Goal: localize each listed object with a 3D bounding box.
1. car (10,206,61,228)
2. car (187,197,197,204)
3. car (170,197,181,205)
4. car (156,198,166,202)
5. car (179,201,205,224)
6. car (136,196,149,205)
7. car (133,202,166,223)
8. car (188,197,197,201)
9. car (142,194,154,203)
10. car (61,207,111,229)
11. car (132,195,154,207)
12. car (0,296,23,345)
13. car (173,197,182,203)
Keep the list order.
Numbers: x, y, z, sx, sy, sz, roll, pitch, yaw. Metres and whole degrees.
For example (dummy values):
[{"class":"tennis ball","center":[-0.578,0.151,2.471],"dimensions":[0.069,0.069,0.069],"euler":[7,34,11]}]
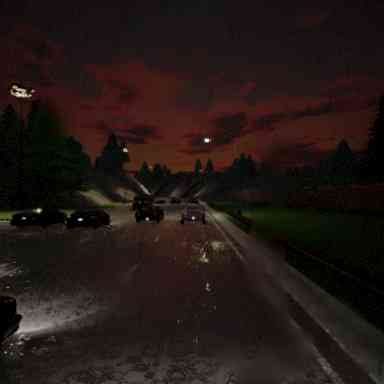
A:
[{"class":"car","center":[-10.404,1.687,23.093],"dimensions":[2.033,1.411,5.357],"euler":[0,0,0]},{"class":"car","center":[-0.007,1.986,76.727],"dimensions":[2.128,1.511,4.902],"euler":[0,0,0]},{"class":"car","center":[-3.507,1.890,69.677],"dimensions":[1.837,1.490,4.892],"euler":[0,0,0]},{"class":"car","center":[-7.007,2.049,75.539],"dimensions":[1.895,1.301,4.718],"euler":[0,0,0]},{"class":"car","center":[0.097,1.685,26.454],"dimensions":[1.812,1.442,4.674],"euler":[0,-1,0]},{"class":"car","center":[-10.507,1.761,70.898],"dimensions":[2.097,1.767,4.553],"euler":[0,0,0]},{"class":"car","center":[-3.403,1.767,27.571],"dimensions":[1.895,1.301,4.718],"euler":[0,0,0]},{"class":"car","center":[0.096,1.790,47.786],"dimensions":[1.837,1.490,4.892],"euler":[0,-1,0]},{"class":"car","center":[-10.507,1.621,80.133],"dimensions":[2.150,2.045,5.566],"euler":[0,0,0]},{"class":"car","center":[-6.903,1.700,22.587],"dimensions":[1.994,1.385,4.181],"euler":[0,0,0]},{"class":"car","center":[-6.904,1.498,46.484],"dimensions":[2.150,2.045,5.566],"euler":[0,-1,0]},{"class":"car","center":[-3.402,1.563,2.403],"dimensions":[2.033,1.411,5.357],"euler":[0,0,0]},{"class":"car","center":[-3.507,1.961,79.298],"dimensions":[1.895,1.301,4.718],"euler":[0,0,0]}]
